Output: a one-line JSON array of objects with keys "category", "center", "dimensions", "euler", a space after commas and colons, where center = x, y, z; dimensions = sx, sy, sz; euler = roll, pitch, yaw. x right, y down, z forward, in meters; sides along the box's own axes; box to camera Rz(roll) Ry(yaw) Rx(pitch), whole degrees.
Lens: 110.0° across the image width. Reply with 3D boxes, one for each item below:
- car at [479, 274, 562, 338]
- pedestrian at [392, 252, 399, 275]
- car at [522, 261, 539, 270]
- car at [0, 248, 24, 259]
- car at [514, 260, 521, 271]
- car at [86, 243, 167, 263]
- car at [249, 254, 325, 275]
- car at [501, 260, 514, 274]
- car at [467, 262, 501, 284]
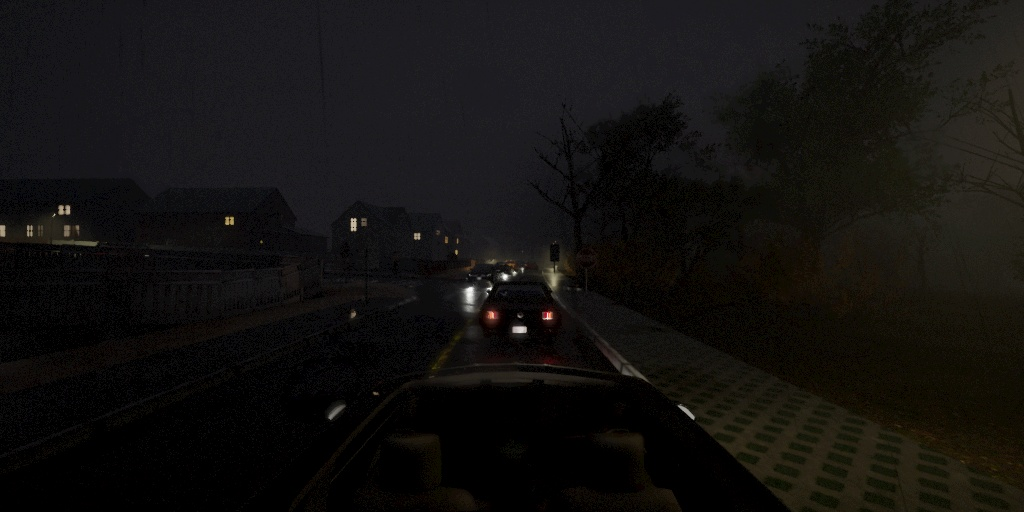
[{"category": "car", "center": [0.215, 1.357, 10.192], "dimensions": [1.895, 1.301, 4.718], "euler": [0, 0, 1]}, {"category": "pedestrian", "center": [-9.172, 0.552, 28.297], "dimensions": [0.375, 1.860, 0.375], "euler": [0, -3, 1]}, {"category": "car", "center": [3.026, 1.486, 54.950], "dimensions": [1.994, 1.385, 4.181], "euler": [0, 0, 6]}, {"category": "car", "center": [-34.451, -0.348, 22.957], "dimensions": [5.008, 1.535, 1.882], "euler": [3, 0, 1]}, {"category": "car", "center": [-0.265, 1.375, 51.681], "dimensions": [1.882, 1.535, 5.008], "euler": [0, 0, 6]}, {"category": "car", "center": [-24.104, 0.016, 22.740], "dimensions": [4.553, 1.767, 2.097], "euler": [3, 0, 1]}, {"category": "car", "center": [-14.272, 0.655, 22.534], "dimensions": [4.674, 1.442, 1.812], "euler": [3, 0, 1]}, {"category": "car", "center": [-1.265, 1.394, 40.654], "dimensions": [1.994, 1.385, 4.181], "euler": [0, 0, 5]}, {"category": "car", "center": [-2.145, 1.310, 27.145], "dimensions": [1.812, 1.442, 4.674], "euler": [0, 0, 3]}]
